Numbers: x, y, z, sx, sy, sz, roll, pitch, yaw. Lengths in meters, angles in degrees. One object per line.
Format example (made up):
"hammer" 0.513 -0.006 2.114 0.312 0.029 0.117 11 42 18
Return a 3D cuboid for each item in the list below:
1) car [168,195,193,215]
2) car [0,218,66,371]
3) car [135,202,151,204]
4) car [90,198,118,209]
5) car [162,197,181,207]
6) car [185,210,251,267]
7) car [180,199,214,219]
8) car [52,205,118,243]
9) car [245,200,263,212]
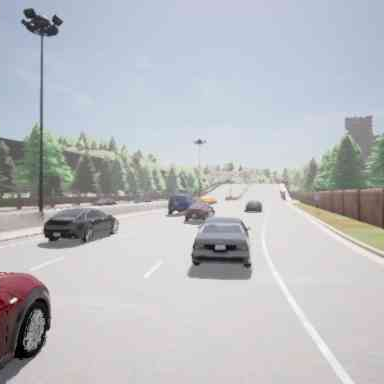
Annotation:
"car" -0.908 1.314 35.424 2.150 2.045 5.566 0 0 13
"car" -3.204 1.346 3.158 2.097 1.767 4.553 0 0 2
"car" -7.849 1.610 52.196 1.837 1.490 4.892 0 0 14
"car" -12.538 1.597 47.745 1.812 1.442 4.674 0 0 14
"car" -3.330 1.642 55.870 1.837 1.490 4.892 0 -1 14
"car" 1.101 1.584 11.673 2.033 1.411 5.357 0 0 8
"car" 0.675 1.601 26.948 1.812 1.442 4.674 0 0 13
"car" -5.230 1.527 16.320 1.837 1.490 4.892 0 0 10
"car" 7.710 1.709 41.349 1.994 1.385 4.181 0 0 13
